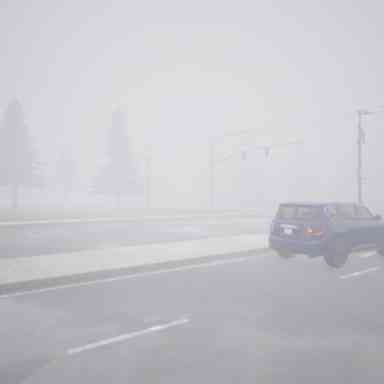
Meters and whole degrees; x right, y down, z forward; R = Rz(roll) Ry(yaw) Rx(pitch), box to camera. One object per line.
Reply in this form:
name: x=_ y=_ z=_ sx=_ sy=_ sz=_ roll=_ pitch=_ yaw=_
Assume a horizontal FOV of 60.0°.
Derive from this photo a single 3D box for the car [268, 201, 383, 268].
car: x=5.166 y=1.344 z=11.970 sx=5.566 sy=2.045 sz=2.150 roll=1 pitch=-1 yaw=-36
